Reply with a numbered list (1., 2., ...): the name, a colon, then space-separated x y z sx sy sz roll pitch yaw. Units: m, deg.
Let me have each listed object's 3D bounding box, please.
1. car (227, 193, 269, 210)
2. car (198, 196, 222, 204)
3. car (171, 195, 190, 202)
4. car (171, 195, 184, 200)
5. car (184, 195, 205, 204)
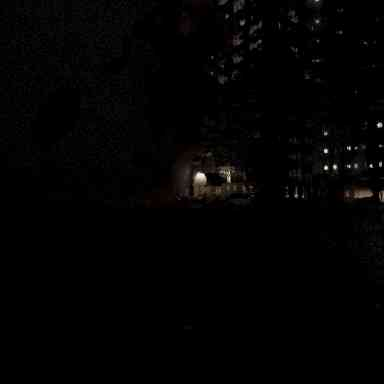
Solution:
1. car: 6.524 1.102 39.835 2.150 2.045 5.566 1 0 -34
2. car: 3.370 1.494 62.245 1.837 1.490 4.892 1 0 -34
3. car: -2.424 1.366 70.905 1.812 1.442 4.674 1 0 -34
4. car: -4.006 1.242 61.544 2.097 1.767 4.553 1 0 -33
5. car: -0.177 1.542 61.713 1.895 1.301 4.718 1 0 -34
